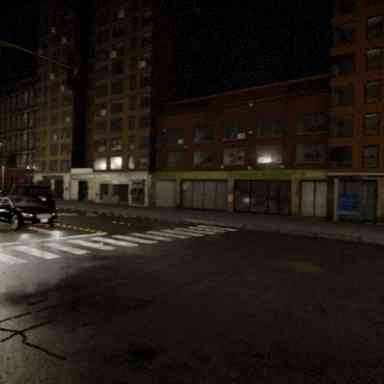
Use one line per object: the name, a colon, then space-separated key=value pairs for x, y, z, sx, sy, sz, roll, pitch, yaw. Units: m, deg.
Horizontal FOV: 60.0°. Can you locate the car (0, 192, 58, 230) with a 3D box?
car: x=-8.656 y=0.952 z=16.729 sx=4.902 sy=1.511 sz=2.128 roll=2 pitch=1 yaw=38

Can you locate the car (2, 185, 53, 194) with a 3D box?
car: x=-11.975 y=0.500 z=23.749 sx=5.566 sy=2.045 sz=2.150 roll=2 pitch=1 yaw=37
